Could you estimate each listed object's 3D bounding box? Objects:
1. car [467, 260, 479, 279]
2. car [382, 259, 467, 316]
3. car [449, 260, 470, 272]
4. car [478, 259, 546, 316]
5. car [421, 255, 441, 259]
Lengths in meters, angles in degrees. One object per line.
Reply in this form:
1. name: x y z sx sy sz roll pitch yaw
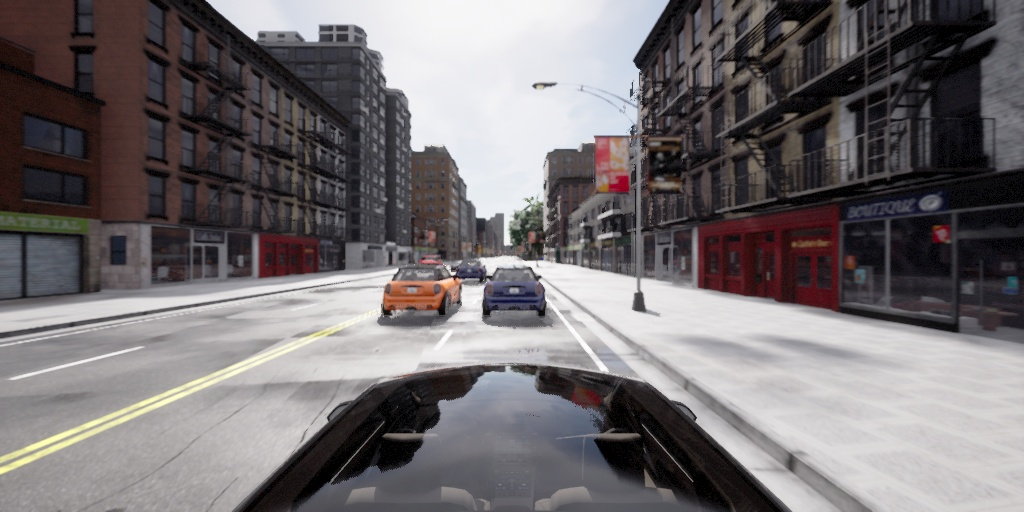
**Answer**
1. car: -3.169 1.097 28.671 2.097 1.767 4.553 0 0 0
2. car: -3.166 1.107 13.517 2.097 1.767 4.553 0 0 0
3. car: -6.590 1.280 45.477 1.994 1.385 4.181 0 0 0
4. car: 0.082 1.108 13.473 2.097 1.767 4.553 0 0 0
5. car: -9.847 0.942 43.142 2.150 2.045 5.566 0 0 0
